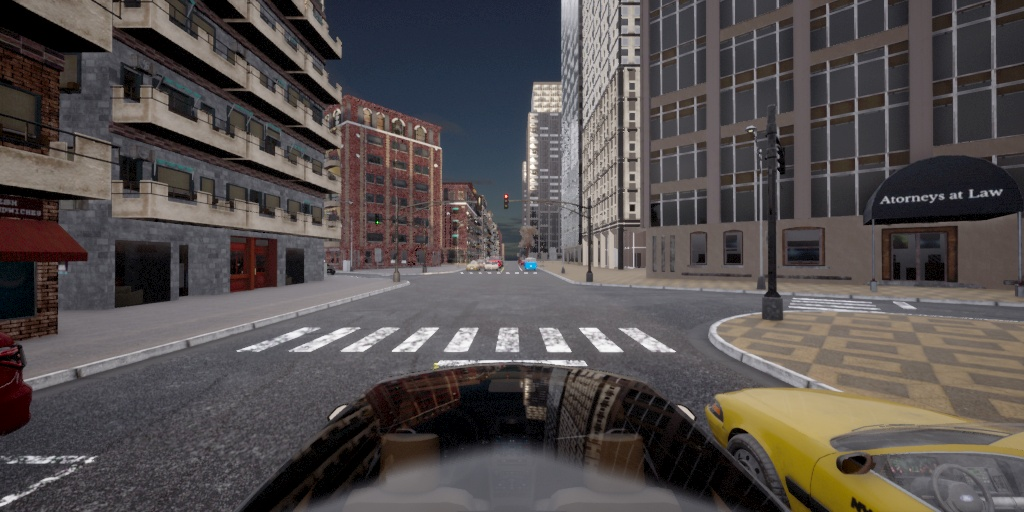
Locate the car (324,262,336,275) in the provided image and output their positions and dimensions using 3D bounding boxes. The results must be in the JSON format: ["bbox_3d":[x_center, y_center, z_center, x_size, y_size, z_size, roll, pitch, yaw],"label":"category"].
[{"bbox_3d":[-22.364,1.456,41.791,4.892,1.490,1.837,-1,-1,41],"label":"car"}]

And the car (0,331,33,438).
[{"bbox_3d":[-5.314,1.065,1.092,2.192,1.841,5.009,0,0,0],"label":"car"}]

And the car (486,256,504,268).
[{"bbox_3d":[-2.851,1.038,59.713,2.150,2.045,5.566,0,0,0],"label":"car"}]

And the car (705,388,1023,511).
[{"bbox_3d":[2.566,1.275,1.271,1.751,1.417,4.829,0,0,0],"label":"car"}]

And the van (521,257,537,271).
[{"bbox_3d":[2.549,1.136,50.094,1.690,1.789,3.998,0,0,0],"label":"van"}]

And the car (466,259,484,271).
[{"bbox_3d":[-5.331,1.321,49.921,1.751,1.417,4.829,0,0,0],"label":"car"}]

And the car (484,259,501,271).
[{"bbox_3d":[-2.865,1.396,50.205,1.895,1.301,4.718,0,0,-2],"label":"car"}]
